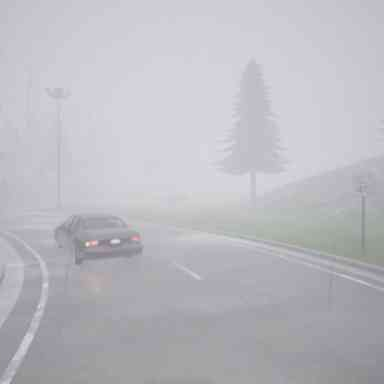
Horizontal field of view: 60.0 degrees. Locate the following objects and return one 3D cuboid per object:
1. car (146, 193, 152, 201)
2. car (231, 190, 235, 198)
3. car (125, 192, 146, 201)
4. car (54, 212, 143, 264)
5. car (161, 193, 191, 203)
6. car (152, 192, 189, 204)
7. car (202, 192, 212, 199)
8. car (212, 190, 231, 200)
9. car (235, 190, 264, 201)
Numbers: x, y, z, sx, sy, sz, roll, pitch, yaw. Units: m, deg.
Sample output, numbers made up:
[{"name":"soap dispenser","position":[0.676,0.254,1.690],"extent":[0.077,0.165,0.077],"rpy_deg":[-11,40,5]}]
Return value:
[{"name":"car","position":[-4.551,0.758,55.035],"extent":[4.902,1.511,2.128],"rpy_deg":[-1,1,-37]},{"name":"car","position":[10.093,0.493,61.521],"extent":[4.553,1.767,2.097],"rpy_deg":[-1,1,-36]},{"name":"car","position":[-8.971,0.768,56.102],"extent":[4.892,1.490,1.837],"rpy_deg":[-1,1,-36]},{"name":"car","position":[-3.410,1.400,11.420],"extent":[2.033,1.411,5.357],"rpy_deg":[-1,1,-31]},{"name":"car","position":[-2.504,0.863,52.203],"extent":[4.181,1.385,1.994],"rpy_deg":[-1,1,-37]},{"name":"car","position":[-2.836,0.888,47.601],"extent":[4.674,1.442,1.812],"rpy_deg":[-1,1,-37]},{"name":"car","position":[4.583,0.640,66.110],"extent":[5.357,1.411,2.033],"rpy_deg":[-1,1,-37]},{"name":"car","position":[6.634,0.478,63.325],"extent":[4.553,1.767,2.097],"rpy_deg":[-1,1,-36]},{"name":"car","position":[10.179,0.799,57.266],"extent":[4.718,1.301,1.895],"rpy_deg":[-1,1,-36]}]
